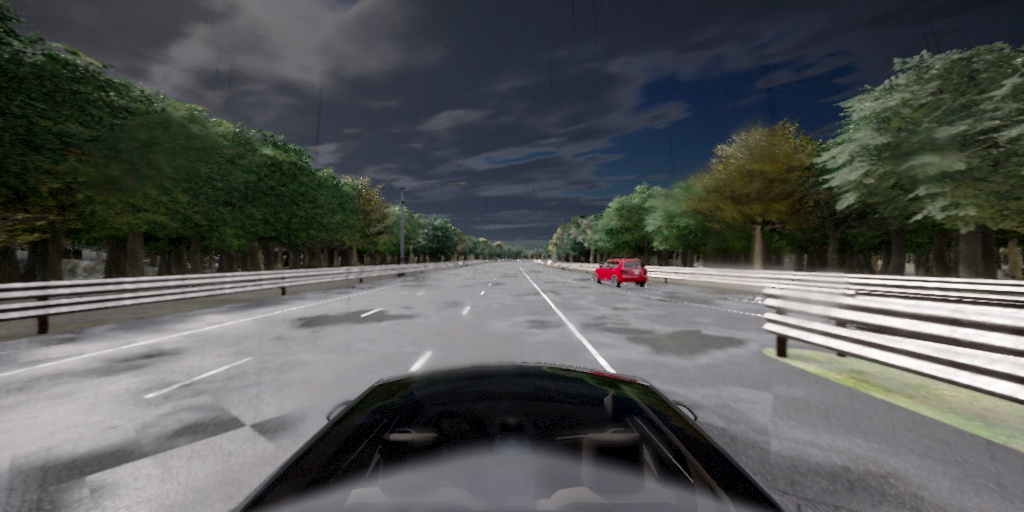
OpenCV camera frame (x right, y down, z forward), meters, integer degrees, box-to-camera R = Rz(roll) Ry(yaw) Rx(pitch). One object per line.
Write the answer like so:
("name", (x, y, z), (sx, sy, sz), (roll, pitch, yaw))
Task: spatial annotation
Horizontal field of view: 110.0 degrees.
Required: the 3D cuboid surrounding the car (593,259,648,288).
("car", (8.050, 1.259, 27.086), (2.150, 2.045, 5.566), (0, 0, -10))
